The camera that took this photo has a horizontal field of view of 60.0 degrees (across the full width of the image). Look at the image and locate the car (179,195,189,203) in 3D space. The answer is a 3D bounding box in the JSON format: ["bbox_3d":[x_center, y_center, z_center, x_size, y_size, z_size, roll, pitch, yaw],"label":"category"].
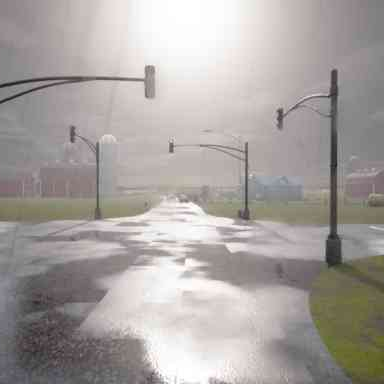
[{"bbox_3d":[-1.670,1.624,69.999,1.895,1.301,4.718,0,0,-3],"label":"car"}]

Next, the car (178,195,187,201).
[{"bbox_3d":[-2.274,1.464,79.983,1.837,1.490,4.892,0,0,-4],"label":"car"}]

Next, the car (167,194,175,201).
[{"bbox_3d":[-4.655,1.182,74.000,1.812,1.442,4.674,0,0,-3],"label":"car"}]
